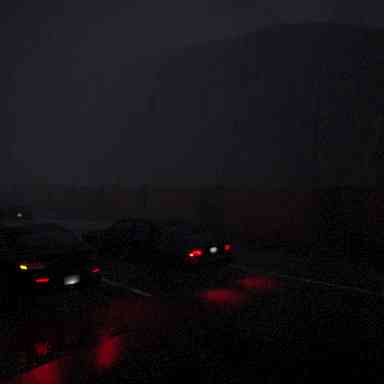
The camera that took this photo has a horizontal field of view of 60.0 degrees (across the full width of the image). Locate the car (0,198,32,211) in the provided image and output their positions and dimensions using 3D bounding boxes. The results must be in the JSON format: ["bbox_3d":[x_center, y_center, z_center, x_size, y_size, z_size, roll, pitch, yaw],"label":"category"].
[{"bbox_3d":[-11.865,1.142,21.721,1.812,1.442,4.674,0,1,-41],"label":"car"}]

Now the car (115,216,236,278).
[{"bbox_3d":[-1.284,1.439,9.924,5.357,1.411,2.033,1,1,43],"label":"car"}]

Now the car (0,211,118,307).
[{"bbox_3d":[-3.865,1.397,7.691,4.674,1.442,1.812,1,1,44],"label":"car"}]
